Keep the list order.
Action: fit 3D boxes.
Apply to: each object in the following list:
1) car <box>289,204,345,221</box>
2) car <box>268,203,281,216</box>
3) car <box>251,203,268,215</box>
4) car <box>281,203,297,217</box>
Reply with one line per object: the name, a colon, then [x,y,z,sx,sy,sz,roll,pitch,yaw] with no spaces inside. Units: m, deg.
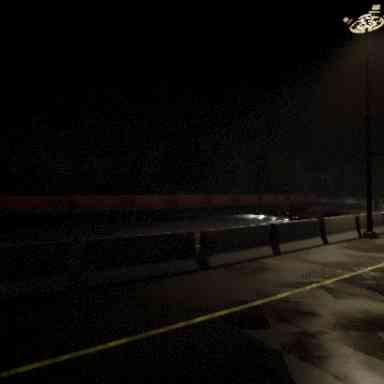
car: [10.163,1.796,26.108,5.357,1.411,2.033,0,-1,-43]
car: [10.679,1.903,36.561,1.812,1.442,4.674,-1,-1,44]
car: [8.862,1.998,39.740,1.994,1.385,4.181,-1,-1,43]
car: [11.081,1.862,31.909,2.033,1.411,5.357,-1,-1,45]
